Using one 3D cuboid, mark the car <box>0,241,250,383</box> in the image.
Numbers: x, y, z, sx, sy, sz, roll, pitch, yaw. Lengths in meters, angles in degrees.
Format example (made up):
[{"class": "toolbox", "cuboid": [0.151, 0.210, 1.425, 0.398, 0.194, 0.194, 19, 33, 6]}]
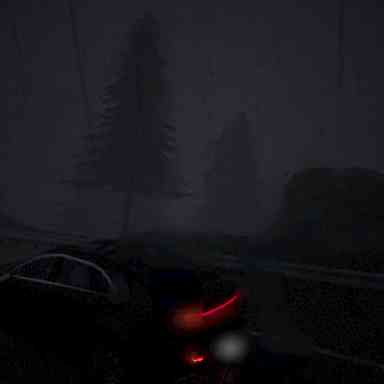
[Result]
[{"class": "car", "cuboid": [-1.544, 1.518, 5.081, 4.902, 1.511, 2.128, 0, 0, 36]}]
